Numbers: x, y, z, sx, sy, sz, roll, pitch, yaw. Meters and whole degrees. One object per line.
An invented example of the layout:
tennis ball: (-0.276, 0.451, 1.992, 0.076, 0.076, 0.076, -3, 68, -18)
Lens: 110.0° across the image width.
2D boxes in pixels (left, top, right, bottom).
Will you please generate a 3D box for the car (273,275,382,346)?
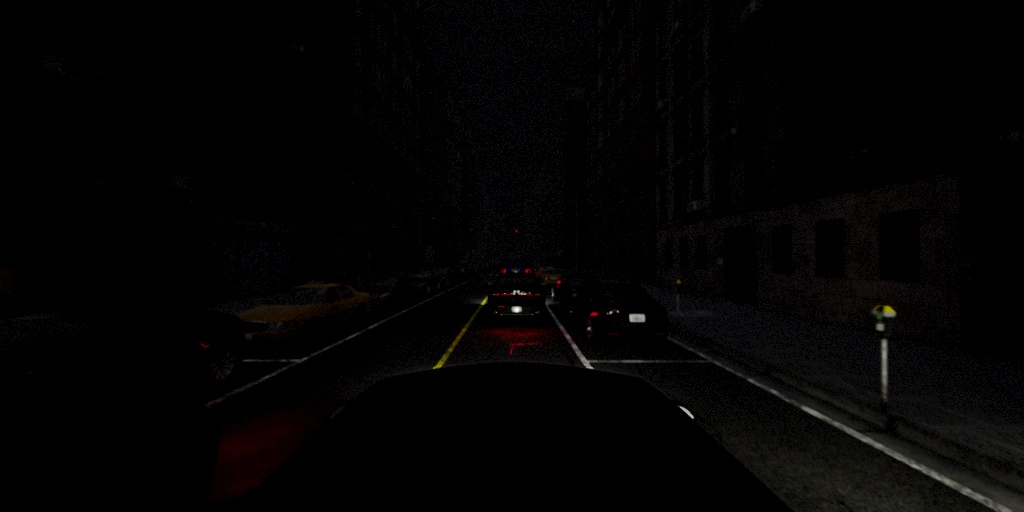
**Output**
car: (-5.343, 1.335, 9.604, 1.751, 1.417, 4.829, 0, 0, 0)

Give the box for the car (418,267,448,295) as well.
car: (-5.267, 1.438, 20.600, 2.007, 1.370, 4.403, 0, 0, 0)

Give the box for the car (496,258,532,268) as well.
car: (0.254, 1.140, 25.174, 2.150, 2.045, 5.566, 0, -1, 0)

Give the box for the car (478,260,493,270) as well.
car: (-4.972, 1.730, 63.300, 2.007, 1.370, 4.403, 0, 0, 0)

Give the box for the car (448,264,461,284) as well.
car: (-5.230, 1.476, 26.013, 2.007, 1.370, 4.403, 0, 0, 0)

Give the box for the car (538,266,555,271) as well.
car: (2.796, 1.451, 26.118, 1.751, 1.417, 4.829, 0, 0, 0)

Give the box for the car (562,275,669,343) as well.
car: (2.683, 1.376, 9.710, 1.948, 1.339, 4.313, 0, 0, 0)

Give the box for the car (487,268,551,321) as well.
car: (0.163, 1.336, 12.821, 1.837, 1.490, 4.892, 0, -1, 1)

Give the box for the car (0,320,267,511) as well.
car: (-2.868, 1.244, 0.350, 1.837, 1.490, 4.892, 0, 0, 0)

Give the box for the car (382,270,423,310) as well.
car: (-5.304, 1.431, 15.187, 1.802, 1.307, 4.207, 0, 0, 0)

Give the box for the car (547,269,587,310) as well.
car: (2.720, 1.416, 15.122, 1.948, 1.339, 4.313, 0, 0, 0)

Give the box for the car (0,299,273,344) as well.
car: (-5.379, 1.335, 4.362, 1.948, 1.339, 4.313, 0, 0, 0)

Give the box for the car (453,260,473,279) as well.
car: (-5.155, 1.314, 36.837, 2.192, 1.841, 5.009, 0, 0, 0)
